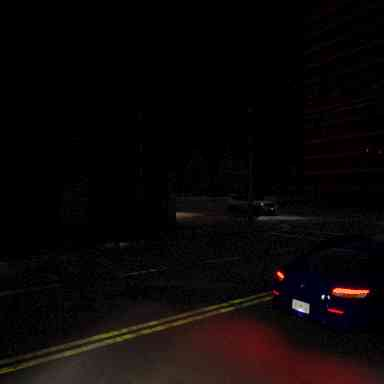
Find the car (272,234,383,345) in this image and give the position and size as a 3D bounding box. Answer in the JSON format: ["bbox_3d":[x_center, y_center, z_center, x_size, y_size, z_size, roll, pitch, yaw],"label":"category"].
[{"bbox_3d":[3.489,1.526,6.257,4.674,1.442,1.812,0,0,-35],"label":"car"}]

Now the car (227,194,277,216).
[{"bbox_3d":[5.845,1.221,33.061,2.150,2.045,5.566,0,0,-35],"label":"car"}]
